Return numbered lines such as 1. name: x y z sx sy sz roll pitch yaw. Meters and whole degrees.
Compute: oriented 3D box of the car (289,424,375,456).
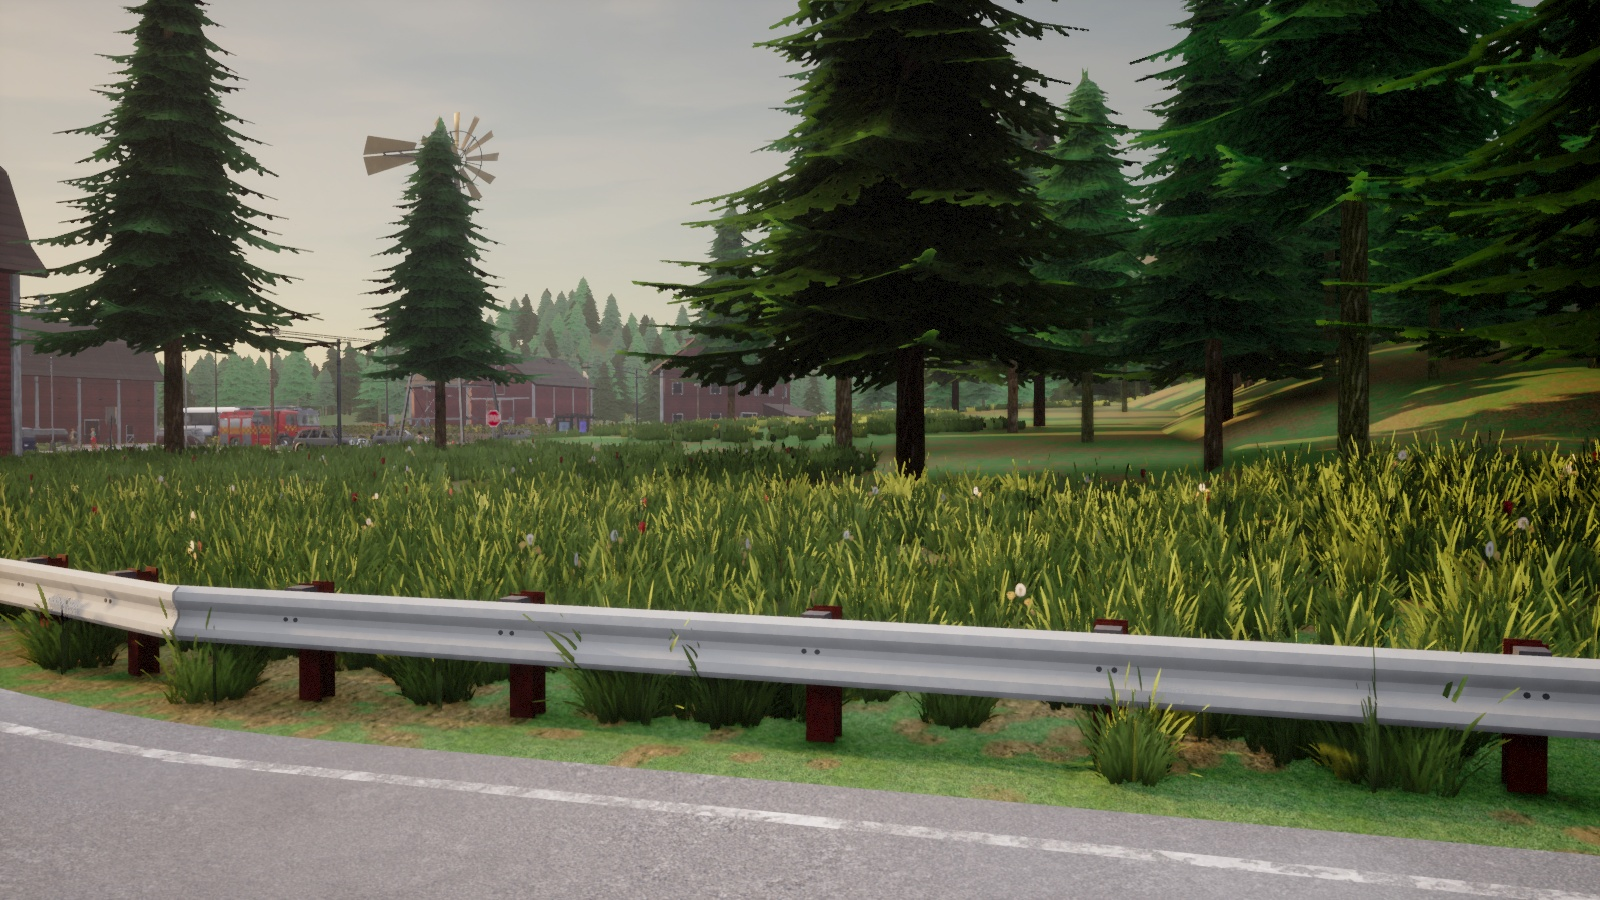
1. car: -27.649 -0.622 74.244 4.605 1.855 1.932 1 1 19
